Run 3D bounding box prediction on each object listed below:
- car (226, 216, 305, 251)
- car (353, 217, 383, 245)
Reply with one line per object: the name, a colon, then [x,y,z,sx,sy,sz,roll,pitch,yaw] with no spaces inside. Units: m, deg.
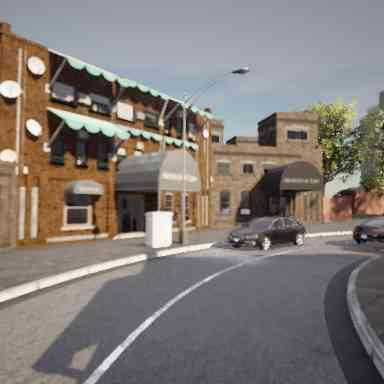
car: [3.739,1.960,16.346,4.892,1.490,1.837,2,-4,-42]
car: [10.354,2.009,17.357,4.674,1.442,1.812,0,-2,-30]
